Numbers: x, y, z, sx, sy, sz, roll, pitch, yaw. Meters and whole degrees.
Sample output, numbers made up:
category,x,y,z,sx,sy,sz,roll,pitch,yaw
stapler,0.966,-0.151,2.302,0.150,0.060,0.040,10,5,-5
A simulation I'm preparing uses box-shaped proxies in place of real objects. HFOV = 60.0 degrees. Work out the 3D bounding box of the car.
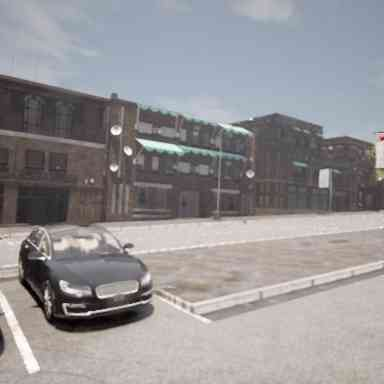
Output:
category,x,y,z,sx,sy,sz,roll,pitch,yaw
car,-2.623,1.496,7.524,2.231,1.521,4.892,1,0,-35
